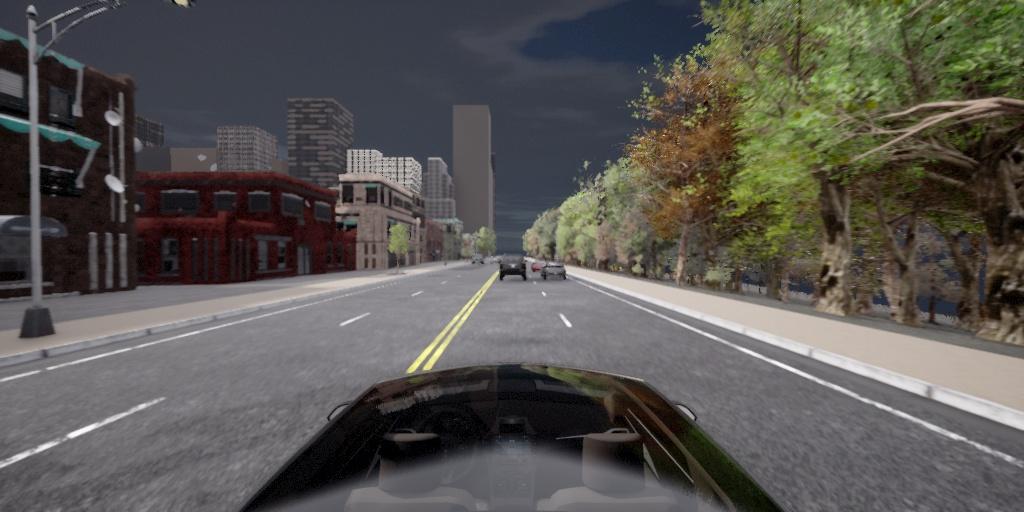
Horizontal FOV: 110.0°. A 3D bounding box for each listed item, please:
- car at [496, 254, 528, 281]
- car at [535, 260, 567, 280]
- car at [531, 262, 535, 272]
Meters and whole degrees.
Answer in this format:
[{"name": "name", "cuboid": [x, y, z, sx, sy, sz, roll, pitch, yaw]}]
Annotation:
[{"name": "car", "cuboid": [0.096, 0.861, 29.177, 2.150, 2.045, 5.566, 0, 0, 1]}, {"name": "car", "cuboid": [3.348, 1.129, 29.782, 2.128, 1.511, 4.902, 0, 0, 0]}, {"name": "car", "cuboid": [3.288, 1.149, 42.410, 1.994, 1.385, 4.181, 0, 0, 0]}]
